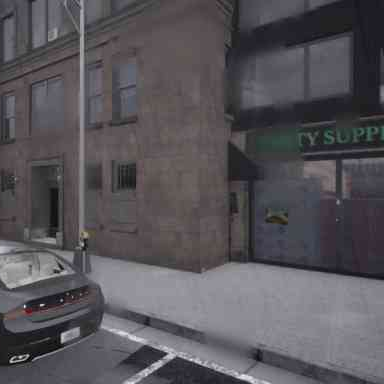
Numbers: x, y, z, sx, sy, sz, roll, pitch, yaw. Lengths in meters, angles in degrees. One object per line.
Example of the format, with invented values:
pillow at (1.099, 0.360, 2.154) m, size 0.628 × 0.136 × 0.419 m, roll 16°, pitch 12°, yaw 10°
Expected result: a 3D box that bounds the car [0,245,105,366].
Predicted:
car at (-3.297, 1.551, 5.428) m, size 4.403 × 1.369 × 2.008 m, roll 0°, pitch 0°, yaw 35°
